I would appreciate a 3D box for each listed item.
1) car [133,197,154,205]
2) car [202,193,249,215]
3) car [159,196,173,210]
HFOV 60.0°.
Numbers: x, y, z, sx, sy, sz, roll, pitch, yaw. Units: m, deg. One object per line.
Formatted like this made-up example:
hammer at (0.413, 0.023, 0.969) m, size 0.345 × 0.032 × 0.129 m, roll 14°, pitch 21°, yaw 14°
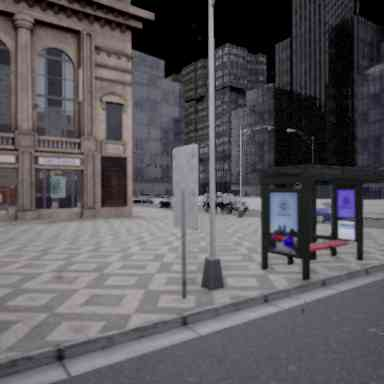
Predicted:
car at (-8.301, 1.431, 56.087) m, size 1.895 × 1.301 × 4.718 m, roll -1°, pitch 1°, yaw -34°
car at (3.230, 1.155, 33.297) m, size 2.150 × 2.045 × 5.566 m, roll -1°, pitch 0°, yaw -34°
car at (-2.337, 1.258, 41.564) m, size 2.097 × 1.767 × 4.553 m, roll -1°, pitch 0°, yaw -34°
